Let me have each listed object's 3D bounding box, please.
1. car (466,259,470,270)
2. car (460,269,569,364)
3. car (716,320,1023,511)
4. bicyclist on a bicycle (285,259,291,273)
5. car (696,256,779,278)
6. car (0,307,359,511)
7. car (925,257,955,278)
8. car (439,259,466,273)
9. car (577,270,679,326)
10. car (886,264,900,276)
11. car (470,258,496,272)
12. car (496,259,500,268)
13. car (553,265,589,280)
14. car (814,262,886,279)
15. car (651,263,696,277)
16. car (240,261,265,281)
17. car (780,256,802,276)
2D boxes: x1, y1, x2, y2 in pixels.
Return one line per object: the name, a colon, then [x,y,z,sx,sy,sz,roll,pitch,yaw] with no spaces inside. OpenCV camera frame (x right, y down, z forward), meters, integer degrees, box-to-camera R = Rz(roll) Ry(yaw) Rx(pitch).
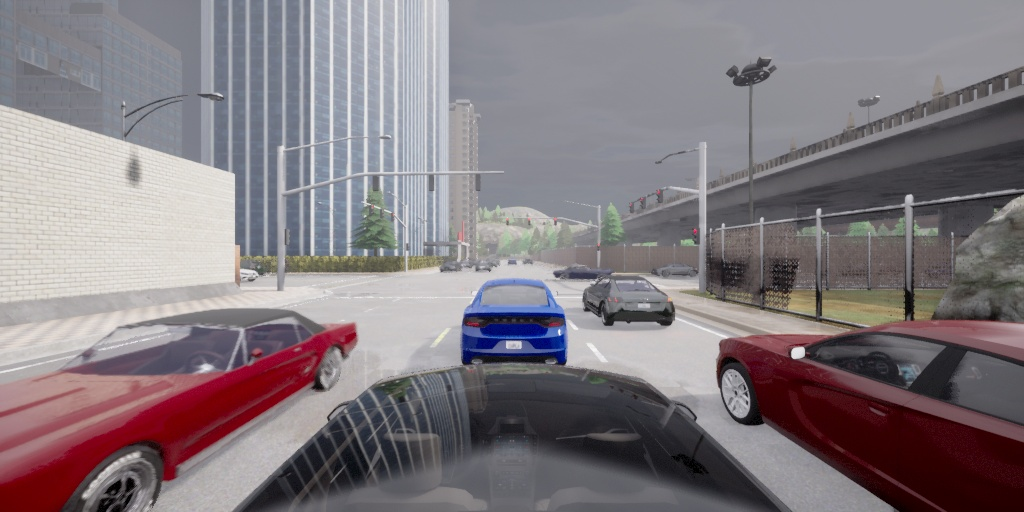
car: [-7.074,1.242,54.408,2.128,1.511,4.902,0,0,0]
car: [0.055,1.228,8.029,1.882,1.535,5.008,0,0,1]
car: [3.602,1.228,2.695,1.882,1.535,5.008,0,0,0]
bicyclist on a bicycle: [-25.289,1.106,40.160,0.582,1.620,1.656,0,0,0]
car: [20.004,1.027,31.957,5.566,2.045,2.150,0,0,0]
car: [-3.598,1.351,4.012,1.895,1.301,4.718,0,0,0]
car: [40.481,1.027,31.976,5.566,2.045,2.150,0,0,0]
car: [-7.360,1.314,43.408,1.994,1.385,4.181,0,0,5]
car: [3.577,1.314,11.689,1.994,1.385,4.181,0,0,0]
car: [35.561,1.331,35.472,4.674,1.442,1.812,0,0,0]
car: [-3.584,1.241,45.114,2.128,1.511,4.902,0,0,0]
car: [-3.557,1.101,60.520,2.097,1.767,4.553,0,0,0]
car: [5.767,1.373,28.926,4.718,1.301,1.895,0,0,21]
car: [29.773,1.406,31.974,4.718,1.301,1.895,0,0,0]
car: [16.026,1.369,35.453,4.181,1.385,1.994,0,0,0]
car: [-22.630,1.331,28.203,4.674,1.442,1.812,0,0,0]
car: [25.383,1.027,35.475,5.566,2.045,2.150,0,0,-1]
